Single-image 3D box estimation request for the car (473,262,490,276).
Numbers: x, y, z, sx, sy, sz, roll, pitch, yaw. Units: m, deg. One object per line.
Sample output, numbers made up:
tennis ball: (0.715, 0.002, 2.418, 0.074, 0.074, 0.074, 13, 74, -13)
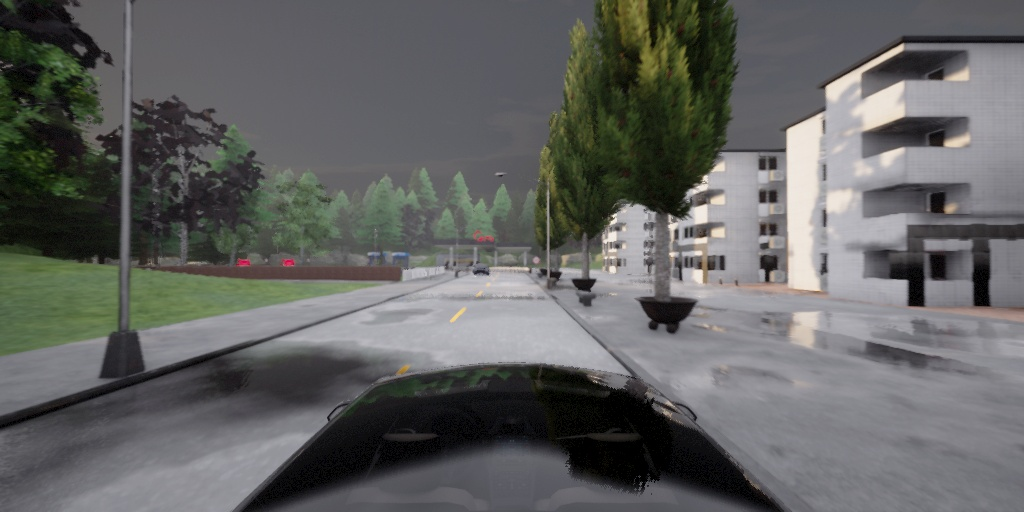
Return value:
car: (-4.052, 1.713, 48.381, 2.097, 1.767, 4.553, 0, -1, -1)
